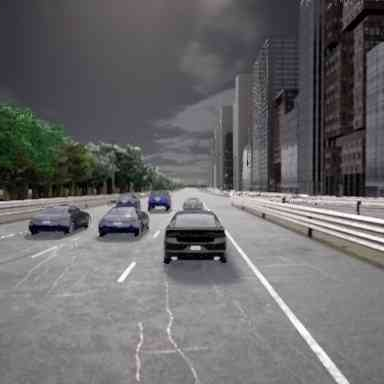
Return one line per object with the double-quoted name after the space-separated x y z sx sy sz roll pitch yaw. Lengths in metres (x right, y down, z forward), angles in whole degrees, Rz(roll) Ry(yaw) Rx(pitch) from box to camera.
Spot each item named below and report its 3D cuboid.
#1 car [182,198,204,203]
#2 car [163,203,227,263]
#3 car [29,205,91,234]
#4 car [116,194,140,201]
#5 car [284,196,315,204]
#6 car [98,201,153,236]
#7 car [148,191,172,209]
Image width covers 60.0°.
0.095 1.255 30.588 2.033 1.411 5.357 0 0 0 "car"
0.099 1.363 11.582 1.882 1.535 5.008 0 1 0 "car"
-6.901 1.390 17.808 1.994 1.385 4.181 0 1 0 "car"
-6.906 1.011 36.200 2.097 1.767 4.553 0 1 0 "car"
13.076 1.195 40.843 2.163 1.488 4.792 0 1 -17 "car"
-3.400 1.396 17.205 1.994 1.385 4.181 0 1 0 "car"
-3.404 0.880 35.567 2.150 2.045 5.566 0 0 0 "car"
